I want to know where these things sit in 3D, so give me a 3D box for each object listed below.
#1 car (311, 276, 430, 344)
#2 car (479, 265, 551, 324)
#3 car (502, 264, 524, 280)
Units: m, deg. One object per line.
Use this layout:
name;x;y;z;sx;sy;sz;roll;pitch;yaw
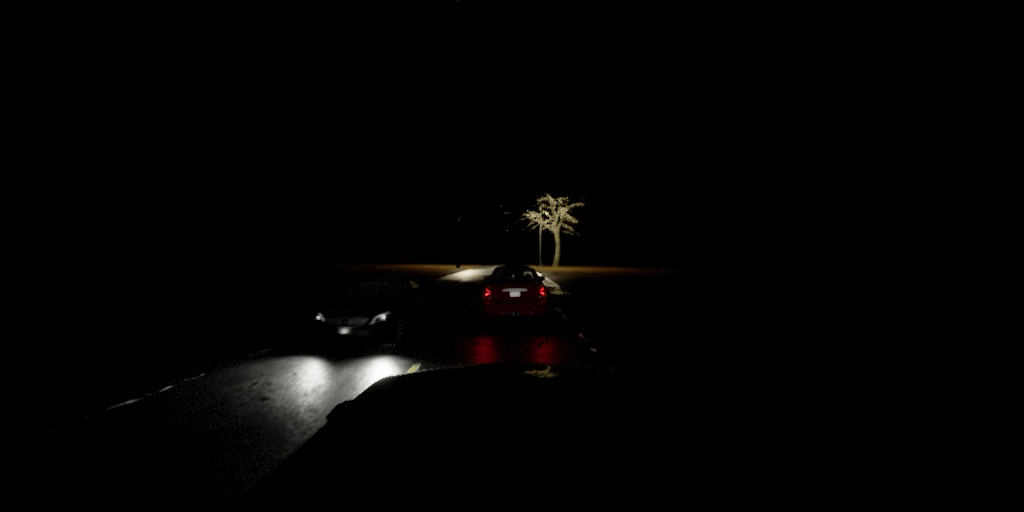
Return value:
car;-3.501;1.296;9.821;1.812;1.442;4.674;0;0;0
car;0.083;1.111;12.296;2.097;1.767;4.553;-1;0;0
car;0.091;1.427;32.732;1.895;1.301;4.718;0;0;0
